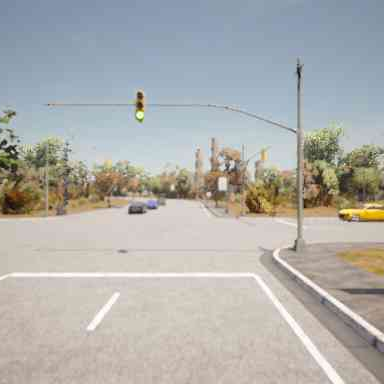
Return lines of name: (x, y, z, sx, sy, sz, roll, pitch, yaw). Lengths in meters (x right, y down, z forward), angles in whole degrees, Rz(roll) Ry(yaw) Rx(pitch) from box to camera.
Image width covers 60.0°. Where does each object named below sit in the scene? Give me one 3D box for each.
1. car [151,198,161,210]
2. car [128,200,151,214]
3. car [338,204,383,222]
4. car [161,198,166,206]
car: (-6.762, 2.122, 55.225, 1.882, 1.535, 5.008, 0, 0, 1)
car: (-6.852, 1.989, 42.365, 1.882, 1.535, 5.008, 0, -1, 0)
car: (15.490, 1.833, 29.223, 5.008, 1.535, 1.882, 0, -1, -3)
car: (-6.603, 2.017, 69.964, 2.097, 1.767, 4.553, 0, 0, 0)
